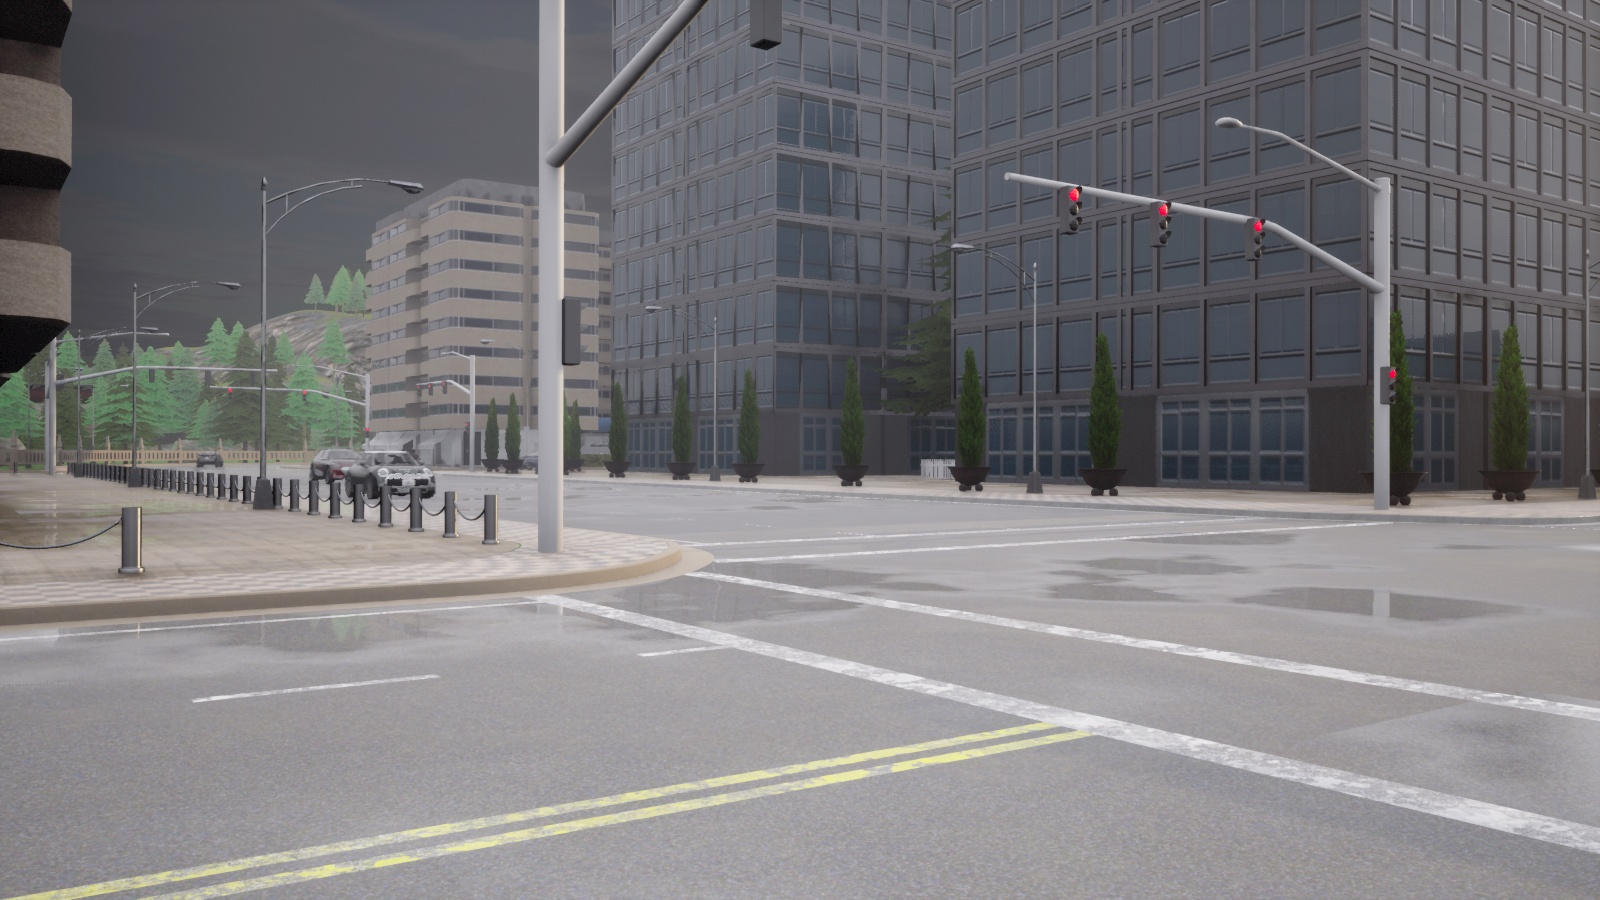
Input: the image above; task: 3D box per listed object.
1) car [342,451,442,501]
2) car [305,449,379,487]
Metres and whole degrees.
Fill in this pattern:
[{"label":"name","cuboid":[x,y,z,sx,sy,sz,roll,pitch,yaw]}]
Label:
[{"label":"car","cuboid":[-12.686,0.777,38.943,1.970,1.475,3.806,0,0,-34]},{"label":"car","cuboid":[-20.889,0.804,57.173,2.033,1.649,4.856,0,0,-34]}]
